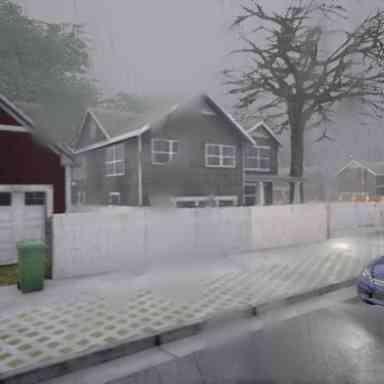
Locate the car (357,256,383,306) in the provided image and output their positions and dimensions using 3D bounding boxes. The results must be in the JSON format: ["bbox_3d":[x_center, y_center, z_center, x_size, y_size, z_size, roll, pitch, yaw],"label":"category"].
[{"bbox_3d":[5.315,1.509,6.850,4.674,1.442,1.812,0,0,-35],"label":"car"}]
